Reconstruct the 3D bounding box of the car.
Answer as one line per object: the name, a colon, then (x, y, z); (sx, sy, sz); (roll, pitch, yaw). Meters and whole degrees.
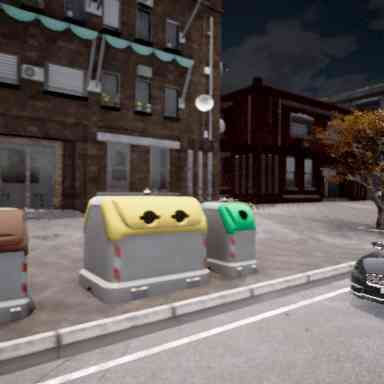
car: (5.360, 1.498, 7.197); (4.892, 1.490, 1.837); (0, 0, -35)
